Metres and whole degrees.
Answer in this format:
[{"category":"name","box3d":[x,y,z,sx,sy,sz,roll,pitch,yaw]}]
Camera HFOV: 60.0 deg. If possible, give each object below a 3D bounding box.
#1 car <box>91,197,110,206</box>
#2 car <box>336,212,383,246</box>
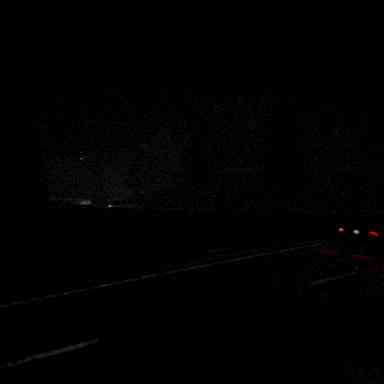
[{"category":"car","box3d":[-15.653,1.508,56.729,1.882,1.535,5.008,0,0,-33]},{"category":"car","box3d":[8.269,1.560,14.066,5.357,1.411,2.033,0,0,-35]}]
